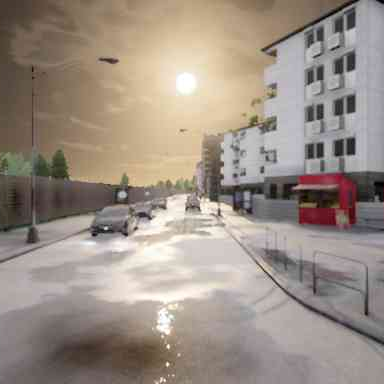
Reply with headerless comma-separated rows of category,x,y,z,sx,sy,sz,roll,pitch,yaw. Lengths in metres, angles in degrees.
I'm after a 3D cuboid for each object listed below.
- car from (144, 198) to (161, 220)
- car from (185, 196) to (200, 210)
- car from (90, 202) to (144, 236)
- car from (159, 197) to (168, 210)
car,-4.091,1.523,28.025,2.033,1.411,5.357,0,0,0
car,0.091,1.511,41.525,2.033,1.411,5.357,0,0,0
car,-4.095,1.489,18.249,1.837,1.490,4.892,0,0,0
car,-4.063,1.470,41.575,1.837,1.490,4.892,0,0,1
